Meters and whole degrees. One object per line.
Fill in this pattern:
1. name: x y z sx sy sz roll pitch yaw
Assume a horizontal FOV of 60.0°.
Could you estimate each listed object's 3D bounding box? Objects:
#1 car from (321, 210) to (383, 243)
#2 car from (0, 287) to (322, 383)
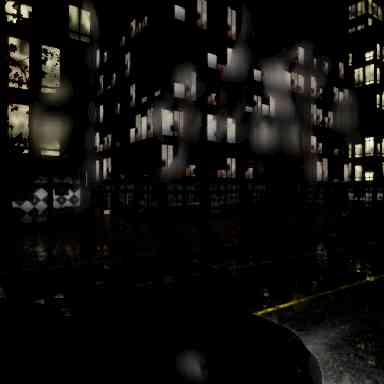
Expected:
1. car: 8.140 1.563 16.226 4.313 1.339 1.947 0 0 -36
2. car: -0.788 1.564 2.756 4.181 1.385 1.994 0 0 -36
